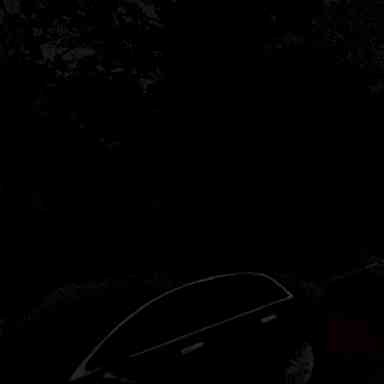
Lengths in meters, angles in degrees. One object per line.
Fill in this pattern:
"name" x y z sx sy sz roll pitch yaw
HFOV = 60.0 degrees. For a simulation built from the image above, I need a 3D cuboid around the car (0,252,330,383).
"car" -0.474 1.512 3.504 4.892 1.490 1.837 0 0 -37
